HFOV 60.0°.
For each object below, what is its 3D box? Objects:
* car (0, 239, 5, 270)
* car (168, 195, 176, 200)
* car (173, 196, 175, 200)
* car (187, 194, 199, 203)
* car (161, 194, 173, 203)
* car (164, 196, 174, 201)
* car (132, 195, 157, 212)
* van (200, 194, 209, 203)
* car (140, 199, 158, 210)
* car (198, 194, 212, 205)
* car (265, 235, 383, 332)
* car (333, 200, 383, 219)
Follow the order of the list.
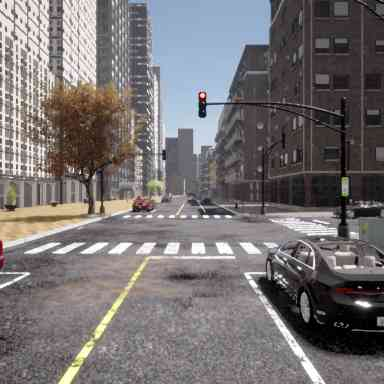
[{"bbox_3d":[-5.694,1.545,6.769,1.887,1.381,4.507,0,0,0],"label":"car"},{"bbox_3d":[-5.732,1.654,94.385,2.008,1.369,4.403,0,0,0],"label":"car"},{"bbox_3d":[-5.725,1.385,77.817,2.192,1.841,5.009,0,0,0],"label":"car"},{"bbox_3d":[-0.030,1.656,68.927,1.895,1.301,4.718,0,0,0],"label":"car"},{"bbox_3d":[-5.722,1.627,72.294,1.947,1.339,4.313,0,0,0],"label":"car"},{"bbox_3d":[-5.727,1.632,83.340,2.008,1.369,4.403,0,0,0],"label":"car"},{"bbox_3d":[-5.708,1.336,39.157,2.192,1.841,5.009,0,0,0],"label":"car"},{"bbox_3d":[2.658,1.402,72.298,1.690,1.788,3.998,0,0,0],"label":"van"},{"bbox_3d":[-5.710,1.592,44.680,1.947,1.339,4.313,0,0,0],"label":"car"},{"bbox_3d":[2.664,1.610,61.251,1.947,1.339,4.313,0,0,0],"label":"car"},{"bbox_3d":[2.687,1.551,6.772,2.008,1.369,4.403,0,0,0],"label":"car"},{"bbox_3d":[13.415,1.350,26.183,4.403,1.369,2.008,-1,1,-1],"label":"car"}]
